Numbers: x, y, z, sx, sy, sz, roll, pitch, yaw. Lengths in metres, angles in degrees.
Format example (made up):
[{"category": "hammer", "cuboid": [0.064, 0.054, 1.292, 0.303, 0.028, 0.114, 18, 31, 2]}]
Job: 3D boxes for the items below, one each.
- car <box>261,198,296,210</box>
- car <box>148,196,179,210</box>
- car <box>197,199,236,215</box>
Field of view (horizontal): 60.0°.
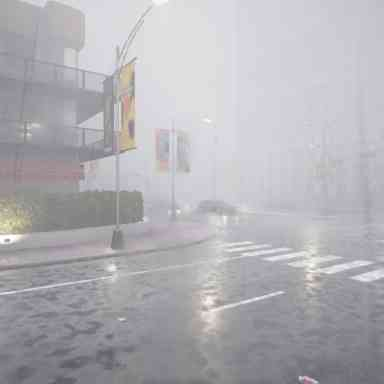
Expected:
[{"category": "car", "cuboid": [10.889, 1.526, 42.075, 1.812, 1.442, 4.674, 0, 0, -35]}, {"category": "car", "cuboid": [-3.354, 1.564, 42.093, 1.994, 1.385, 4.181, 0, 0, -35]}, {"category": "car", "cuboid": [2.421, 1.505, 33.824, 1.837, 1.490, 4.892, 0, 0, -35]}]
